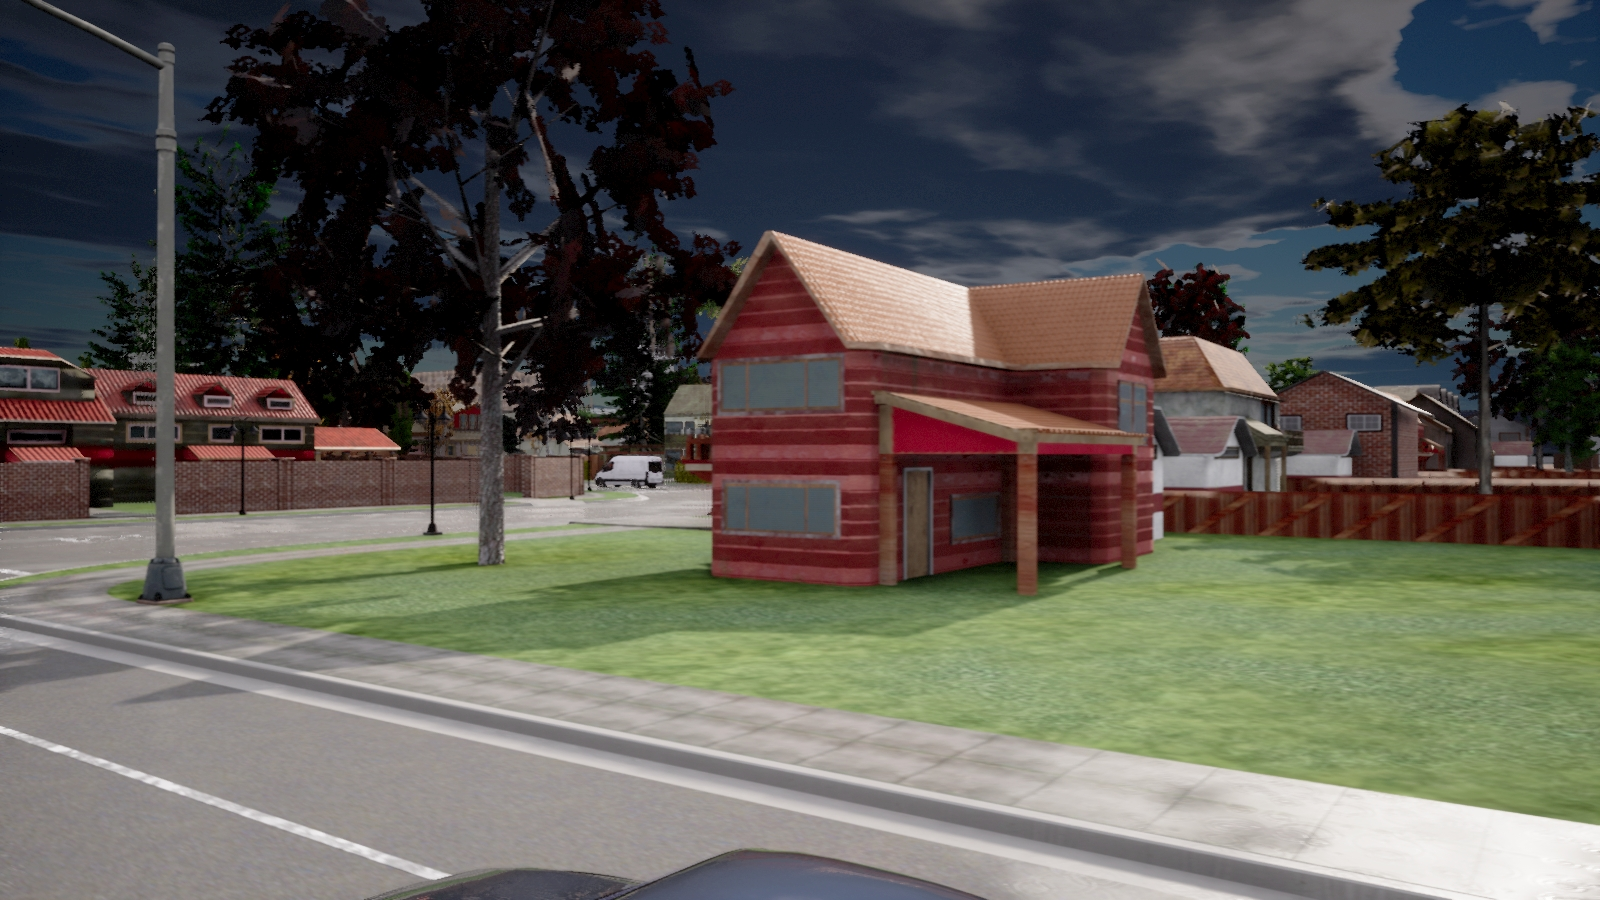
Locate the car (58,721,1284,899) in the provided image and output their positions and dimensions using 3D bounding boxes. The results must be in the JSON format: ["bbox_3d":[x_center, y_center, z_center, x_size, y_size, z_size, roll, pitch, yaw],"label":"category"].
[{"bbox_3d":[-0.121,2.122,3.573,5.357,1.411,2.033,0,0,38],"label":"car"}]
